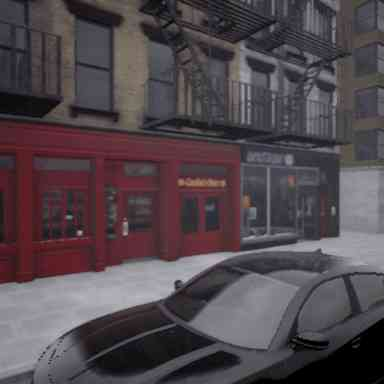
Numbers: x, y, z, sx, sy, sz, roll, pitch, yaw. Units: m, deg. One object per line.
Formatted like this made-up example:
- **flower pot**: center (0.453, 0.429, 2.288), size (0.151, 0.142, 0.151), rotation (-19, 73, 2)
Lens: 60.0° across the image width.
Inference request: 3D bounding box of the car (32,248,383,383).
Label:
- **car**: center (0.934, 1.480, 3.739), size (5.008, 1.535, 1.882), rotation (0, 0, -35)
